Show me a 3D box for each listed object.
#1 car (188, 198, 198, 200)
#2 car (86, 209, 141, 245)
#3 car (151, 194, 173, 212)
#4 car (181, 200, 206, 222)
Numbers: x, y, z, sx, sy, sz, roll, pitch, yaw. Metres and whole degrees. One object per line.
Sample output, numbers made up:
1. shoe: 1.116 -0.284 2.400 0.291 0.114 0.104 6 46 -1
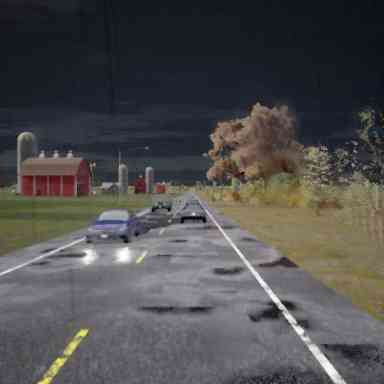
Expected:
1. car: 0.125 1.557 46.969 2.128 1.511 4.902 0 0 0
2. car: -3.592 1.550 15.928 1.812 1.442 4.674 0 0 0
3. car: -3.481 1.263 39.495 2.150 2.045 5.566 0 0 0
4. car: 0.114 1.603 26.568 1.994 1.385 4.181 0 0 0
